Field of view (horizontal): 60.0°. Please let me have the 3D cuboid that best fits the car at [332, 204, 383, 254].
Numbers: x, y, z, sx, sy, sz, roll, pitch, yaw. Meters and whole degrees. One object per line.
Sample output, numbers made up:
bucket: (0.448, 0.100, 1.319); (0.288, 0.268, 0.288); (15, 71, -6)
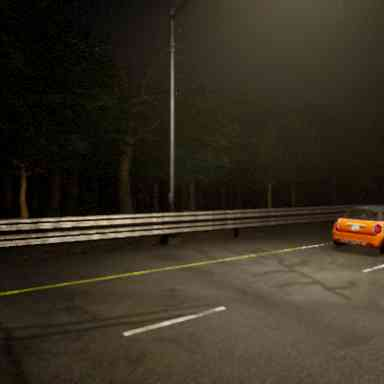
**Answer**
car: (7.804, 1.360, 13.590); (4.553, 1.767, 2.097); (0, 1, -35)
